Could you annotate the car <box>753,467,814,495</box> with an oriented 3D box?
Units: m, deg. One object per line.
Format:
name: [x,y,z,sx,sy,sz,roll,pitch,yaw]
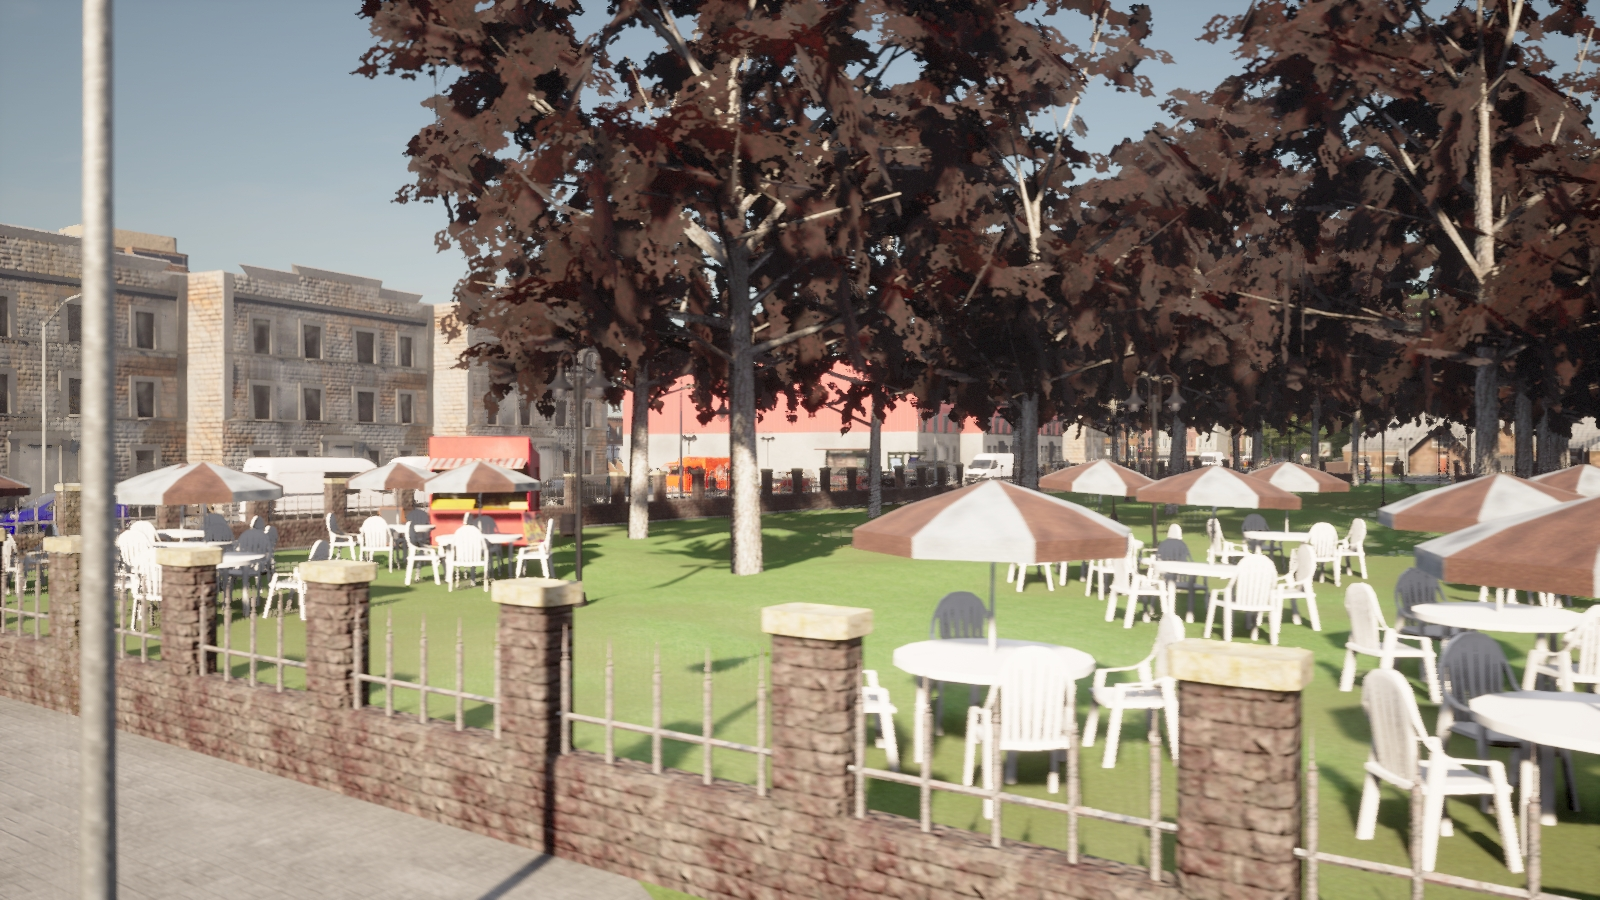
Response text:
car: [-0.951,1.814,67.532,1.789,1.549,3.705,0,0,35]

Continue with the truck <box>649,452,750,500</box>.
truck: [-5.335,1.365,61.253,2.627,2.467,5.204,0,-1,35]

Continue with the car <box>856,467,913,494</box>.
car: [5.157,1.814,69.279,1.789,1.549,3.705,0,0,35]

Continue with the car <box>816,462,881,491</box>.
car: [3.160,1.694,73.456,2.097,1.767,4.553,0,0,35]

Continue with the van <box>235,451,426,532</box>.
van: [-15.950,1.322,39.178,1.988,2.561,5.915,0,0,35]

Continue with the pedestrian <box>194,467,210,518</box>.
pedestrian: [-21.708,1.532,41.452,0.375,1.860,0.375,0,0,1]
